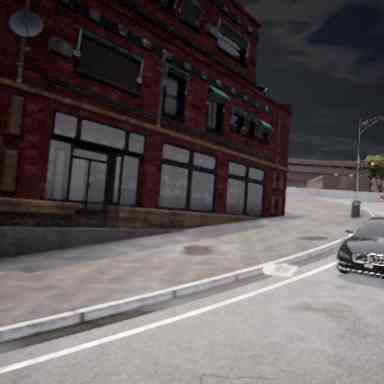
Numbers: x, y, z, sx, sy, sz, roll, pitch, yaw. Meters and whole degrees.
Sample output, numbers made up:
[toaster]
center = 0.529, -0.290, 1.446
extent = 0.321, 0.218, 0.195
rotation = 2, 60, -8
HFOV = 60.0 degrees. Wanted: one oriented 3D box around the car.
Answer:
[car]
center = 5.818, 1.479, 9.641
extent = 1.837, 1.490, 4.892
rotation = 1, 1, 43
